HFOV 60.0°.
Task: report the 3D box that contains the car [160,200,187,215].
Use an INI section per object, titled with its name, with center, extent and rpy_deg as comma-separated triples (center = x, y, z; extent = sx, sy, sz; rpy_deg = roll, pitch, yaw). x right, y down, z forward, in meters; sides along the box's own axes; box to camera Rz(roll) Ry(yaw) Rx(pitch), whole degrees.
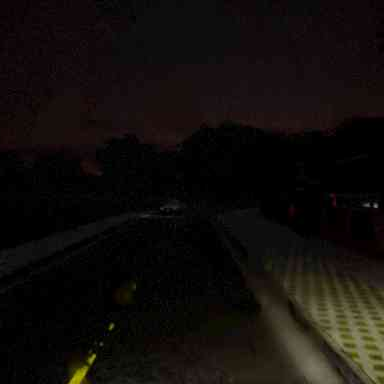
[car]
center = -1.752, 1.533, 33.457
extent = 1.812, 1.442, 4.674
rpy_deg = 0, 0, 13
